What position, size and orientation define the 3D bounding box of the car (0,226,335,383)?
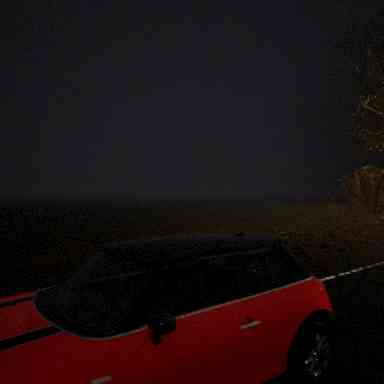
[{"bbox_3d":[-0.460,1.349,3.699,4.553,1.767,2.097,0,0,-36],"label":"car"}]
